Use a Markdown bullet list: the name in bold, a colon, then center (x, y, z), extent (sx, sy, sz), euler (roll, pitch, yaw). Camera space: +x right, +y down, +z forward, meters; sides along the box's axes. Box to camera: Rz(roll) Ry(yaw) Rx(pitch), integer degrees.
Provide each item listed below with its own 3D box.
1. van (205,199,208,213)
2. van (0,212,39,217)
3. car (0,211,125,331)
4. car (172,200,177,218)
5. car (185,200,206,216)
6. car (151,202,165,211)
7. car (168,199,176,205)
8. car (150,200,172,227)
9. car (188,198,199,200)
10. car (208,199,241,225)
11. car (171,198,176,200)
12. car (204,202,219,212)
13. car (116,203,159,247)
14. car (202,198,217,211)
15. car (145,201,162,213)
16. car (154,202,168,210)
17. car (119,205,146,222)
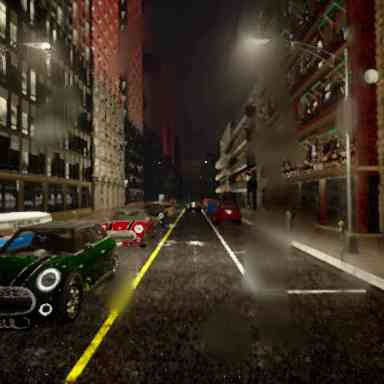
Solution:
- **van**: center (2.776, 1.889, 43.454), extent (1.690, 1.788, 3.998), euler (-1, -1, 0)
- **van**: center (-5.684, 1.552, 10.169), extent (1.690, 1.788, 3.998), euler (-1, -1, 0)
- **car**: center (-3.129, 1.490, 7.433), extent (2.097, 1.767, 4.553), euler (-1, -1, 1)
- **car**: center (-2.926, 2.011, 36.553), extent (1.882, 1.535, 5.008), euler (-1, -1, 0)
- **car**: center (0.182, 2.025, 39.750), extent (2.128, 1.511, 4.902), euler (-1, -1, 0)
- **car**: center (-5.574, 2.345, 54.400), extent (1.752, 1.417, 4.829), euler (-1, -1, 0)
- **car**: center (-5.479, 2.814, 93.424), extent (1.967, 1.590, 4.097), euler (-1, -1, 0)
- **car**: center (-3.005, 1.743, 26.112), extent (2.097, 1.767, 4.553), euler (-1, -1, 1)
- **car**: center (0.186, 1.895, 49.774), extent (2.150, 2.045, 5.566), euler (-1, -1, 0)
- **car**: center (2.735, 1.634, 26.803), extent (2.192, 1.841, 5.009), euler (-1, -1, 0)
- **car**: center (-5.518, 2.687, 76.770), extent (2.008, 1.369, 4.403), euler (-1, -1, 0)
- **car**: center (2.794, 2.176, 49.001), extent (2.008, 1.369, 4.403), euler (-1, -1, 0)
- **car**: center (-3.066, 1.609, 16.220), extent (2.097, 1.767, 4.553), euler (-1, -1, 0)
- **car**: center (2.803, 2.018, 54.555), extent (2.192, 1.841, 5.009), euler (-1, -1, 0)
- **car**: center (-5.588, 2.185, 49.020), extent (1.967, 1.590, 4.097), euler (-1, -1, 0)
- **car**: center (-5.559, 2.451, 60.120), extent (2.008, 1.369, 4.403), euler (-1, -1, 0)
- **car**: center (-5.627, 2.037, 32.198), extent (1.752, 1.417, 4.829), euler (-1, -1, 0)
